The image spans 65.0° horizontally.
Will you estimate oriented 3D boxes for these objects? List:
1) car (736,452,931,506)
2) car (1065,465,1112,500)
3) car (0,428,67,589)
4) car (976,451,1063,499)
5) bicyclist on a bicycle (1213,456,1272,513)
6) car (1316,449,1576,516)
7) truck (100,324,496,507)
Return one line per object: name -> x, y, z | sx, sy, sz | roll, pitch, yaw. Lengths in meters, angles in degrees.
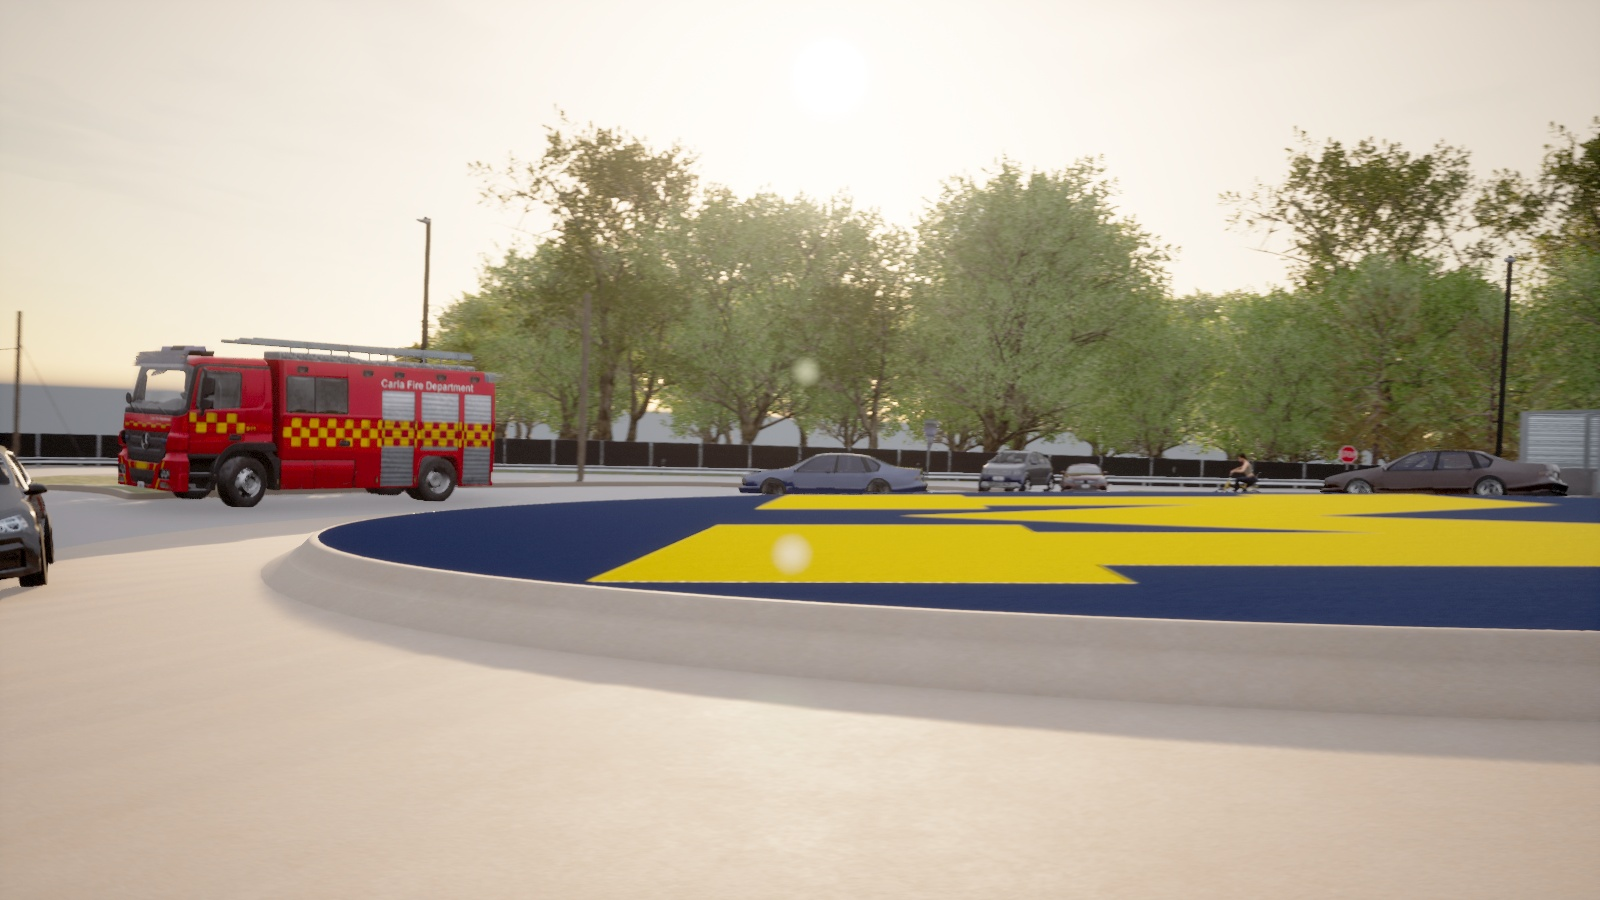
car -> 1.016, 0.807, 36.013 | 5.357, 1.411, 2.033 | 1, 0, 8
car -> 12.366, 1.427, 54.053 | 1.812, 1.442, 4.674 | 1, -2, 11
car -> -10.302, 0.646, 15.236 | 2.242, 1.667, 4.611 | -4, 3, -29
car -> 7.630, 0.855, 43.368 | 1.789, 1.549, 3.705 | 1, 0, 30
bicyclist on a bicycle -> 13.340, 1.018, 37.862 | 1.509, 1.612, 0.866 | 2, 1, 28
car -> 15.868, 0.855, 31.078 | 5.357, 1.411, 2.033 | -2, -7, 42
truck -> -11.818, -0.753, 30.474 | 2.891, 3.827, 8.468 | 4, 2, 39
